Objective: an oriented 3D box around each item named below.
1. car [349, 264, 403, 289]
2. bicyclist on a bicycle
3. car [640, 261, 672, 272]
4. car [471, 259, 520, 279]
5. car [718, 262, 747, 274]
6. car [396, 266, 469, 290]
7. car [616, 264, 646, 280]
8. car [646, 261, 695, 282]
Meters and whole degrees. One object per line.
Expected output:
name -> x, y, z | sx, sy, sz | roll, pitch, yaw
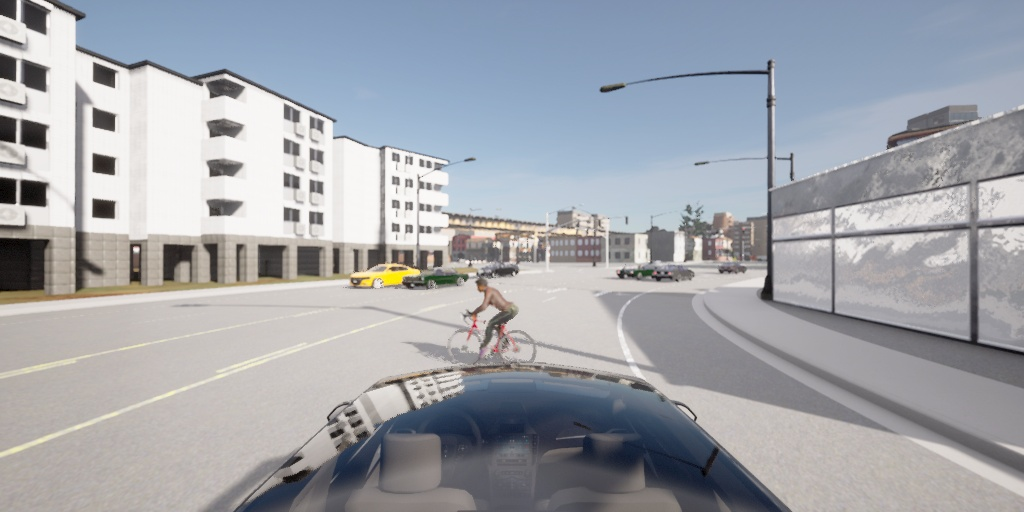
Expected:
car -> -8.362, 1.291, 23.872 | 1.882, 1.535, 5.008 | 0, 0, 27
bicyclist on a bicycle -> -0.388, 1.217, 6.485 | 1.656, 1.620, 0.582 | 0, 0, 10
car -> 19.689, 1.408, 49.236 | 1.812, 1.442, 4.674 | 0, 0, -14
car -> -1.307, 1.343, 34.481 | 2.128, 1.511, 4.902 | 0, 0, 40
car -> 26.417, 1.420, 42.962 | 5.357, 1.411, 2.033 | 0, 0, -43
car -> -4.856, 1.414, 23.103 | 1.895, 1.301, 4.718 | 0, 0, 28
car -> 11.486, 1.455, 32.911 | 1.895, 1.301, 4.718 | 0, 0, 44
car -> 13.595, 1.394, 30.084 | 2.033, 1.411, 5.357 | 0, 0, 44
